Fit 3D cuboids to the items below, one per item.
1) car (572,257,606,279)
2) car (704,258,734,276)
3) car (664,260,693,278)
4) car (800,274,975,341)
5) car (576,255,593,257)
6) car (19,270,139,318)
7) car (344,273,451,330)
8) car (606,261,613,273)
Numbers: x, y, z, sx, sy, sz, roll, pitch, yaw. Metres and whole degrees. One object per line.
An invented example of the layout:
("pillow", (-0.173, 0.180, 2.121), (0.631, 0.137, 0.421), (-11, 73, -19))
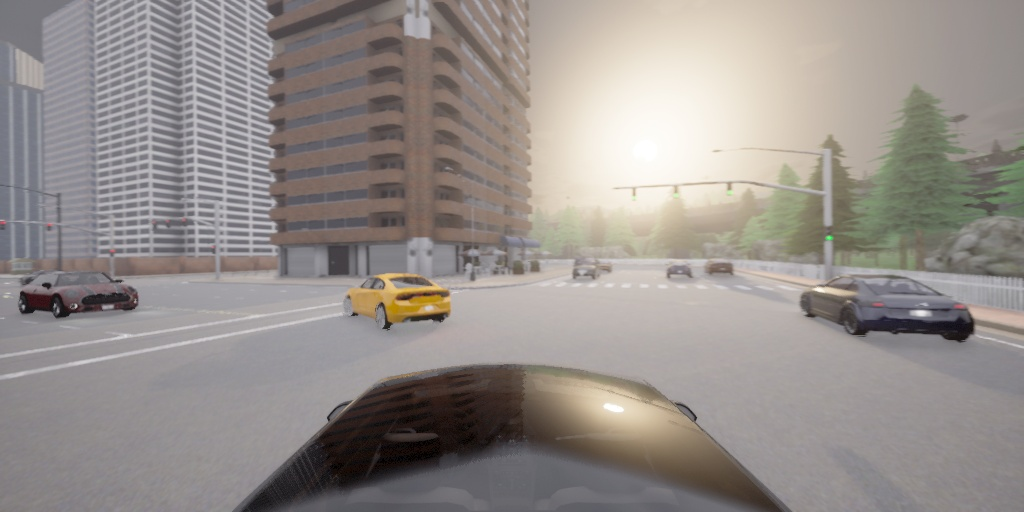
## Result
("car", (6.387, 1.139, 30.583), (2.128, 1.511, 4.902), (-1, 0, 21))
("car", (18.814, 0.947, 32.785), (1.882, 1.535, 5.008), (-1, 0, 22))
("car", (14.118, 1.062, 30.470), (1.812, 1.442, 4.674), (-1, 0, 22))
("car", (9.382, 1.170, 9.434), (1.994, 1.385, 4.181), (-1, 0, 22))
("car", (11.849, 0.797, 57.107), (2.150, 2.045, 5.566), (-1, 0, -14))
("car", (-17.452, 1.393, 14.499), (4.553, 1.767, 2.097), (-1, 0, 22))
("car", (-3.890, 1.311, 11.735), (1.882, 1.535, 5.008), (0, -1, -41))
("car", (10.180, 1.195, 40.309), (1.895, 1.301, 4.718), (-1, 0, 20))
